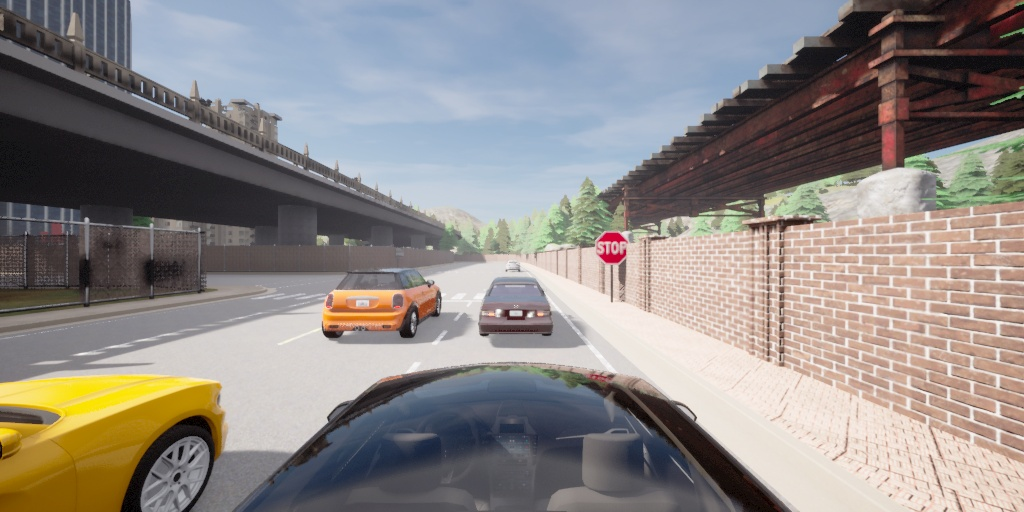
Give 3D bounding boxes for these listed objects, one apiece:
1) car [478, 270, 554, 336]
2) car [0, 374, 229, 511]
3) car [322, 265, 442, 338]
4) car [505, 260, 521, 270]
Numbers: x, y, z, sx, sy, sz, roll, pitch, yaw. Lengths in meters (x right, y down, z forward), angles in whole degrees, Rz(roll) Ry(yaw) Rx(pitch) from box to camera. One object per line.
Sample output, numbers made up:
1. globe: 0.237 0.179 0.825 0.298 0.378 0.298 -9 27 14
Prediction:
1. car: 0.087 1.297 10.331 2.033 1.411 5.357 0 0 0
2. car: -3.397 1.228 1.054 1.882 1.535 5.008 0 0 0
3. car: -3.414 1.101 10.312 2.097 1.767 4.553 0 0 0
4. car: 0.110 1.272 46.214 1.812 1.442 4.674 0 0 -1
